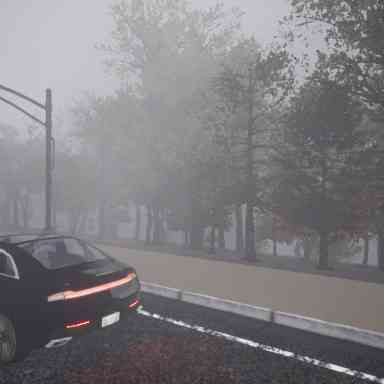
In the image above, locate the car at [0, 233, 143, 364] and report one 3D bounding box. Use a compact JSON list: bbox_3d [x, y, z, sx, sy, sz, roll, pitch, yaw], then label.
[{"bbox_3d":[-3.061,1.491,5.868,4.902,1.511,2.128,0,0,36],"label":"car"}]
